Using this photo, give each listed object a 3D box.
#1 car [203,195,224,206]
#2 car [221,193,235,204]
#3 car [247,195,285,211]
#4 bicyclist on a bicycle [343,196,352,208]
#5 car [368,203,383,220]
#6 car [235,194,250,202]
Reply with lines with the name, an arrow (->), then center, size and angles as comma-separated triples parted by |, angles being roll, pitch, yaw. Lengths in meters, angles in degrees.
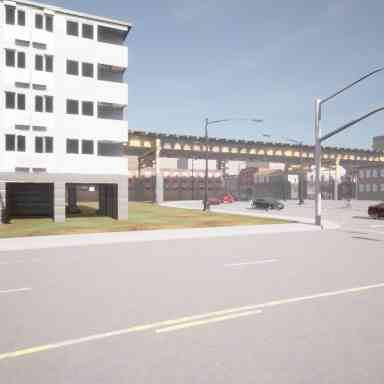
car -> 3.233, 1.600, 54.843 | 1.895, 1.301, 4.718 | 0, 0, -12
car -> 6.751, 1.221, 65.725 | 2.150, 2.045, 5.566 | 0, 0, 11
car -> 9.297, 1.506, 40.865 | 1.837, 1.490, 4.892 | 0, 0, -25
bicyclist on a bicycle -> 20.236, 1.303, 43.344 | 1.656, 1.620, 0.582 | 0, 0, -25
car -> 16.108, 1.478, 25.738 | 1.882, 1.535, 5.008 | 0, 0, -19
car -> 11.346, 1.525, 75.425 | 2.128, 1.511, 4.902 | 0, 0, 41
